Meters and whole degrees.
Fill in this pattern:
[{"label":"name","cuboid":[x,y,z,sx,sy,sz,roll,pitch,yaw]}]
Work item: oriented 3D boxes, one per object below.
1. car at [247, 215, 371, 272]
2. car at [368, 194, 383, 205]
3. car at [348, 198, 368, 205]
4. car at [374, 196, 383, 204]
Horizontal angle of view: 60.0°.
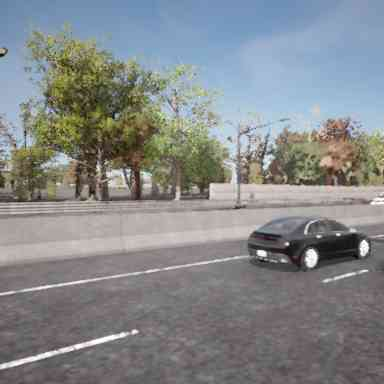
[{"label":"car","cuboid":[3.994,1.522,10.961,4.892,1.490,1.837,0,0,-35]},{"label":"car","cuboid":[29.810,1.347,50.992,5.566,2.045,2.150,0,0,-35]},{"label":"car","cuboid":[26.867,1.687,53.196,4.181,1.385,1.994,0,0,-35]},{"label":"car","cuboid":[7.680,1.237,9.283,5.566,2.045,2.150,1,-1,-34]}]
